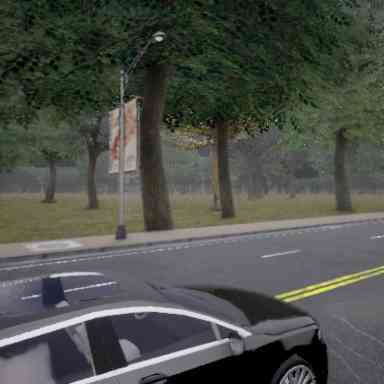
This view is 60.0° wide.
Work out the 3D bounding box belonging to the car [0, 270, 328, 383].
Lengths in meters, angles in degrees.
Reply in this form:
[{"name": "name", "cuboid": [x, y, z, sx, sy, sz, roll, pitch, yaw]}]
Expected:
[{"name": "car", "cuboid": [-0.793, 1.487, 2.875, 4.902, 1.511, 2.128, 0, 0, -36]}]
